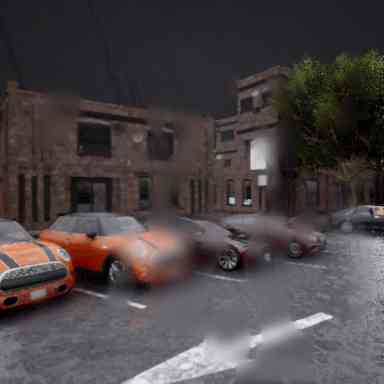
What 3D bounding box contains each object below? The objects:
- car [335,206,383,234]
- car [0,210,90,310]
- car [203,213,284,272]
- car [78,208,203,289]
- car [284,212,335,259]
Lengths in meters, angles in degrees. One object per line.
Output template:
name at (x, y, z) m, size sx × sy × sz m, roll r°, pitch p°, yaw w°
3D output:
car at (10.002, 1.506, 17.916) m, size 4.892 × 1.521 × 2.231 m, roll -1°, pitch -1°, yaw 35°
car at (-4.726, 1.360, 7.545) m, size 4.553 × 1.767 × 2.185 m, roll -1°, pitch -1°, yaw 35°
car at (0.231, 1.518, 10.963) m, size 4.792 × 1.488 × 2.163 m, roll -1°, pitch -1°, yaw 35°
car at (-2.272, 1.362, 9.273) m, size 4.553 × 1.767 × 2.185 m, roll -1°, pitch -1°, yaw 35°
car at (2.658, 1.532, 12.712) m, size 4.674 × 1.452 × 2.002 m, roll -1°, pitch -1°, yaw 35°
